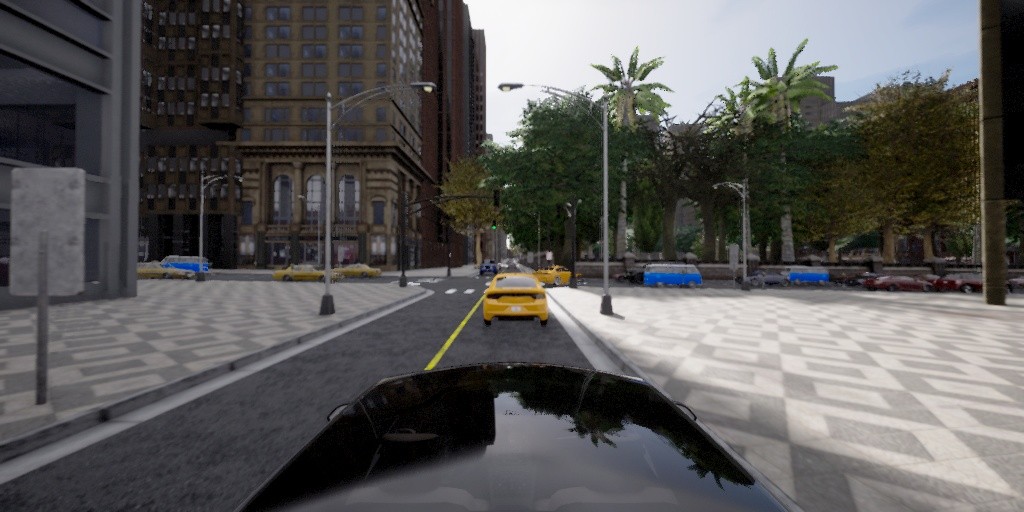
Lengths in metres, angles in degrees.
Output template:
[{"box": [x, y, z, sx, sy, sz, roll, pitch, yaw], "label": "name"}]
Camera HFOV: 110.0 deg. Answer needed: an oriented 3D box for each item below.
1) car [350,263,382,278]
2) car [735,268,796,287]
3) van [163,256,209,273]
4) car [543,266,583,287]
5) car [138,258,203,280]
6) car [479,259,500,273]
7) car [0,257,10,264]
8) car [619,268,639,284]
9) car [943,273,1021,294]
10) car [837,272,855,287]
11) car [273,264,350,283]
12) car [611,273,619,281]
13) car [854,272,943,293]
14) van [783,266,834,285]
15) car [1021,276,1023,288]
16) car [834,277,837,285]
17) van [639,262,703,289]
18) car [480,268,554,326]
[{"box": [-15.363, 1.390, 35.185, 4.829, 1.417, 1.751, 0, 0, 0], "label": "car"}, {"box": [22.544, 2.011, 32.373, 4.181, 1.385, 1.994, 1, -1, 0], "label": "car"}, {"box": [-32.204, 0.930, 35.253, 3.998, 1.789, 1.690, 0, 0, 0], "label": "van"}, {"box": [3.652, 1.555, 28.278, 1.882, 1.535, 5.008, -2, -3, 42], "label": "car"}, {"box": [-26.388, 1.083, 26.705, 4.829, 1.417, 1.751, 0, 0, 0], "label": "car"}, {"box": [-3.096, 1.434, 47.931, 2.150, 2.045, 5.566, 0, -1, 0], "label": "car"}, {"box": [-48.609, 0.836, 32.661, 5.357, 1.411, 2.033, 1, -1, 0], "label": "car"}, {"box": [13.005, 1.512, 32.421, 5.566, 2.045, 2.150, 1, -1, 0], "label": "car"}, {"box": [33.964, 1.990, 26.460, 4.097, 1.591, 1.967, 0, 0, 0], "label": "car"}, {"box": [32.553, 2.175, 32.329, 4.181, 1.385, 1.994, 1, -1, 0], "label": "car"}, {"box": [-15.047, 1.267, 26.659, 4.829, 1.417, 1.751, 0, 0, 0], "label": "car"}, {"box": [11.892, 1.892, 35.074, 4.207, 1.307, 1.802, 0, 0, 0], "label": "car"}, {"box": [28.441, 2.042, 26.482, 4.207, 1.307, 1.802, 0, 0, 0], "label": "car"}, {"box": [28.463, 1.924, 35.007, 3.998, 1.789, 1.690, 0, 0, 0], "label": "van"}, {"box": [50.556, 2.526, 34.917, 4.207, 1.307, 1.802, 0, 0, 0], "label": "car"}, {"box": [33.986, 2.218, 34.985, 4.507, 1.381, 1.888, 0, 0, 0], "label": "car"}, {"box": [11.871, 1.528, 26.549, 3.998, 1.789, 1.690, 0, 0, 0], "label": "van"}, {"box": [0.098, 1.323, 12.207, 1.882, 1.535, 5.008, 0, -1, 0], "label": "car"}]
